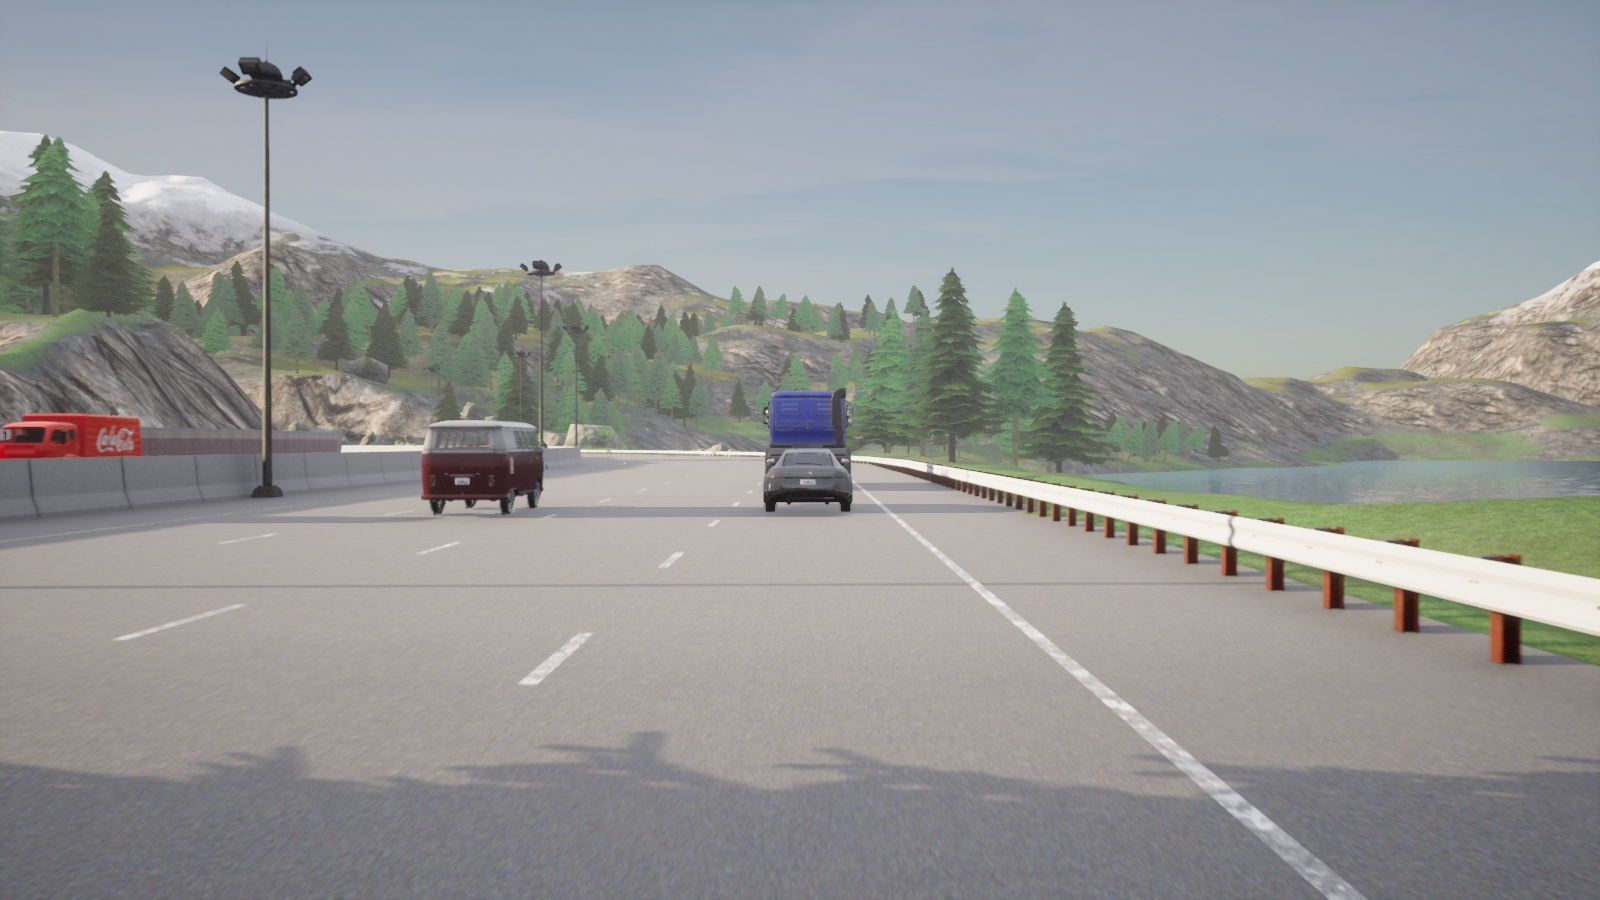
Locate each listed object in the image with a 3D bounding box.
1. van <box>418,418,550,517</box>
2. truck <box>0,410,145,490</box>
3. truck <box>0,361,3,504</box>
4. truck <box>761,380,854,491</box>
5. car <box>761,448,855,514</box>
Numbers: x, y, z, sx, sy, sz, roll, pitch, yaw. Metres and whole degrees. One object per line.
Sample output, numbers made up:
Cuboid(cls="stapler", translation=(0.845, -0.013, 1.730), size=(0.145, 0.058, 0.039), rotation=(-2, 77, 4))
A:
Cuboid(cls="van", translation=(-6.826, 0.338, 27.602), size=(1.775, 1.987, 4.442), rotation=(0, 0, 0))
Cuboid(cls="truck", translation=(-24.245, 0.011, 41.326), size=(2.627, 2.467, 5.204), rotation=(0, 0, 0))
Cuboid(cls="truck", translation=(-20.832, -0.402, 26.532), size=(2.891, 3.462, 7.936), rotation=(0, 0, 0))
Cuboid(cls="truck", translation=(0.264, -0.480, 43.262), size=(2.891, 3.462, 7.936), rotation=(0, 0, 0))
Cuboid(cls="car", translation=(0.181, 0.647, 28.756), size=(1.994, 1.385, 4.181), rotation=(0, 0, 0))
